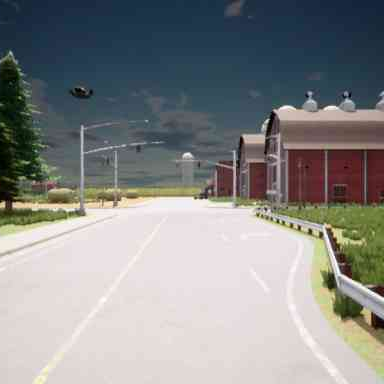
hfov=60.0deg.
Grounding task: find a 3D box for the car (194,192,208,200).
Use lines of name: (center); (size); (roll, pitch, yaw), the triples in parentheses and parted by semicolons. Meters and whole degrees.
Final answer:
car: (2.345, 1.113, 87.141); (1.905, 1.878, 3.866); (-8, 4, -44)
